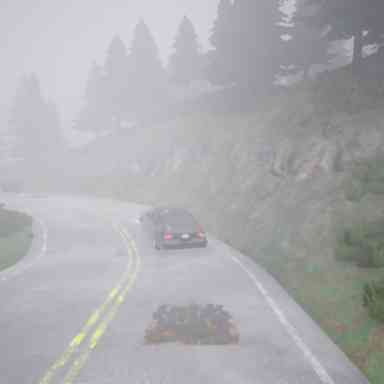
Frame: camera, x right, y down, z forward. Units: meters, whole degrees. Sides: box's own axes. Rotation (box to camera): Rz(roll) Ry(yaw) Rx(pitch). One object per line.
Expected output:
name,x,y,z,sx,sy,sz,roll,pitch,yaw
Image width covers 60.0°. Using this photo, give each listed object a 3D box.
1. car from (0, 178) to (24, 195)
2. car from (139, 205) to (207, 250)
car,-17.169,-0.500,29.078,4.902,1.511,2.128,1,5,14
car,-0.991,1.285,14.164,2.033,1.411,5.357,-1,8,-17
